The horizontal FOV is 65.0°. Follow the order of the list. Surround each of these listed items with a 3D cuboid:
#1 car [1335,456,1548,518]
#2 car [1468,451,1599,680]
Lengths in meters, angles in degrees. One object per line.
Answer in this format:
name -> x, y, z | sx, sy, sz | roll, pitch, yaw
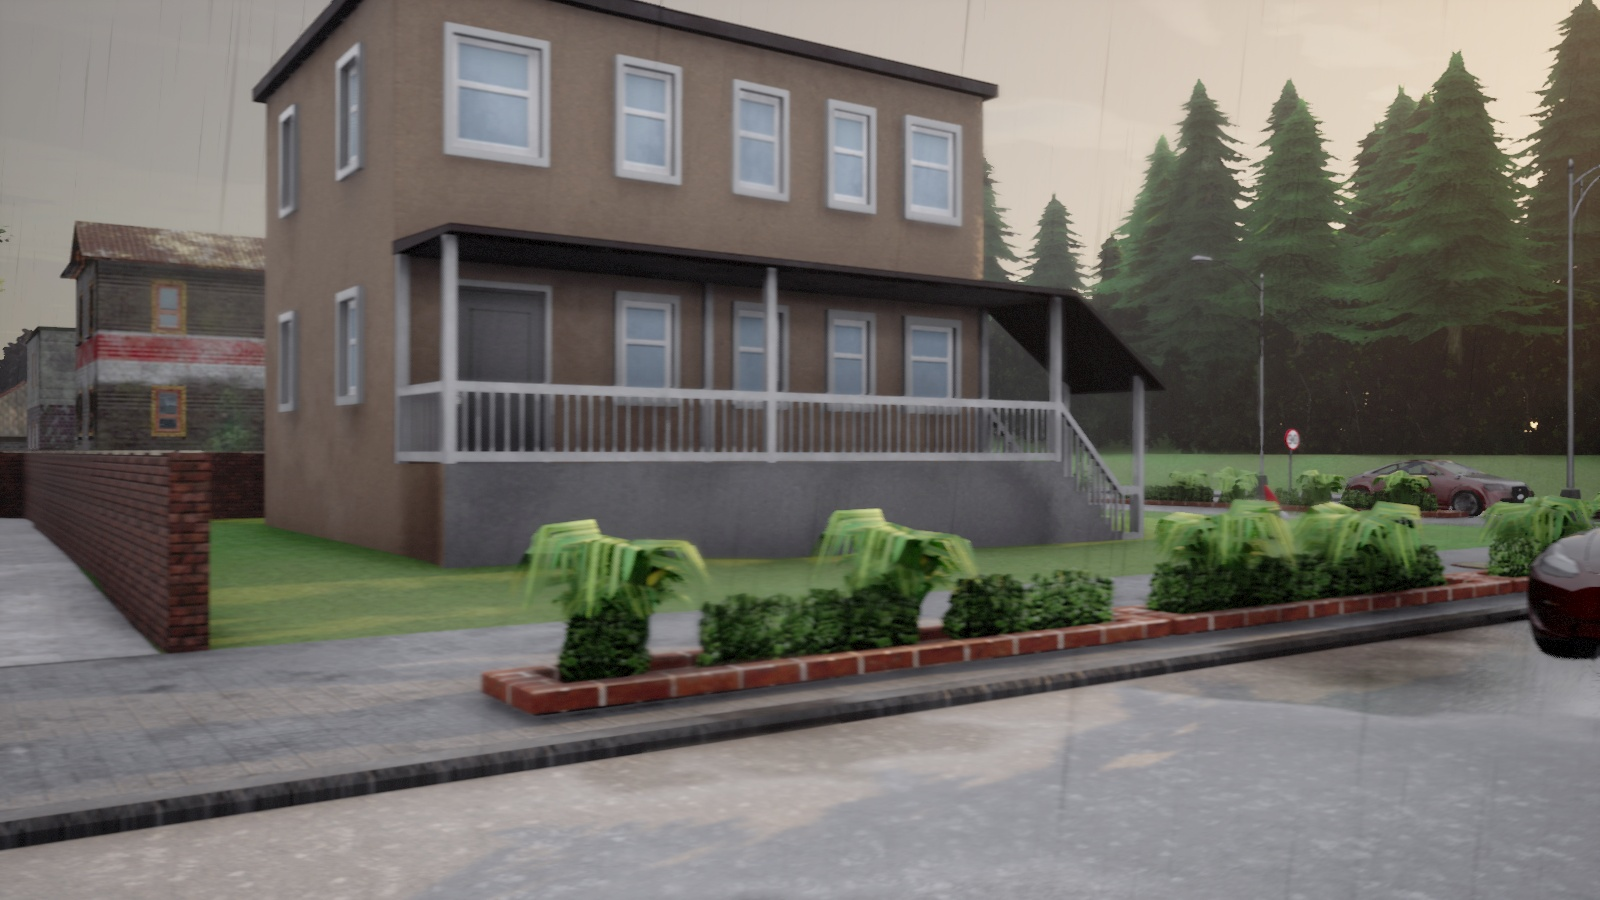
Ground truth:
car -> 15.604, 0.851, 30.730 | 1.994, 1.385, 4.181 | 0, 0, -35
car -> 7.314, 0.752, 9.351 | 4.792, 1.488, 2.163 | 0, 0, -35
